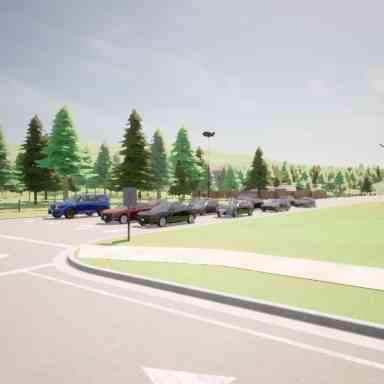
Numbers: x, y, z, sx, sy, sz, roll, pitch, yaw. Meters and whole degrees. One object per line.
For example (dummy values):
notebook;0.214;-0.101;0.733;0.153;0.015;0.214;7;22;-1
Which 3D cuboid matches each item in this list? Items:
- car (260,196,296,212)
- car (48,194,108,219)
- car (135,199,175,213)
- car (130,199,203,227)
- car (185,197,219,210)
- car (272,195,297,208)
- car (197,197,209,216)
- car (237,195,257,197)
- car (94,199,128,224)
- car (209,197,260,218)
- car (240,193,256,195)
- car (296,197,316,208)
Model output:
car;9.754;1.547;38.419;2.033;1.411;5.357;0;0;36
car;-9.816;1.221;29.489;2.150;2.045;5.566;0;0;37
car;-4.040;1.526;37.346;1.812;1.442;4.674;0;0;36
car;-1.631;1.478;22.894;1.882;1.535;5.008;0;0;36
car;1.417;1.491;44.797;2.128;1.511;4.902;0;0;37
car;13.873;1.355;49.886;2.097;1.767;4.553;0;0;37
car;1.313;1.547;32.827;2.033;1.411;5.357;0;0;37
car;7.126;1.478;40.747;1.882;1.535;5.008;0;0;36
car;-4.502;1.478;24.899;1.882;1.535;5.008;0;0;36
car;3.989;1.492;30.558;2.128;1.511;4.902;0;0;36
car;8.979;1.223;55.032;2.150;2.045;5.566;0;0;35
car;16.087;1.505;46.998;1.837;1.490;4.892;0;0;37
